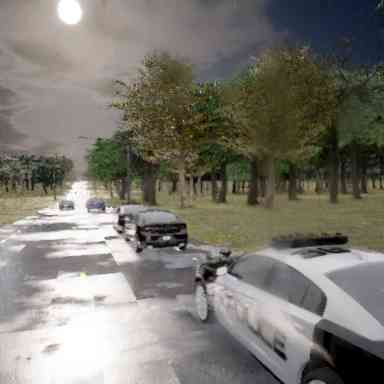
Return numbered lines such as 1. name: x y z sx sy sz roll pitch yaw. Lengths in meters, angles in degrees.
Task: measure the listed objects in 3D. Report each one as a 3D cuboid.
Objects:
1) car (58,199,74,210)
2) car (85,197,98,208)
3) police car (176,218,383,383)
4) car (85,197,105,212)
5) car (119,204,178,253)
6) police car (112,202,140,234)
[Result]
1. car: -17.296 1.683 45.962 2.128 1.511 4.902 -1 0 -19
2. car: -16.293 1.616 53.935 1.882 1.535 5.008 -1 0 -19
3. police car: 1.491 1.376 4.504 1.930 1.638 5.238 -1 0 -19
4. car: -11.936 1.464 41.166 2.097 1.767 4.553 -1 0 -18
5. car: -1.670 1.456 13.877 1.882 1.535 5.008 -1 0 -19
6. police car: -3.625 1.427 19.667 1.930 1.638 5.238 -1 0 -19
